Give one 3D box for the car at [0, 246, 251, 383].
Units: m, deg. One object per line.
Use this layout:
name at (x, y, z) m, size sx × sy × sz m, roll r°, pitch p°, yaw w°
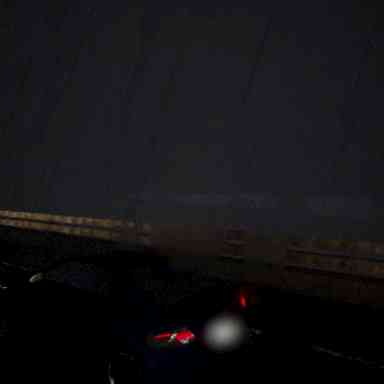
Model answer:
car at (-1.265, 1.534, 4.915) m, size 4.181 × 1.385 × 1.994 m, roll 1°, pitch 0°, yaw 36°
